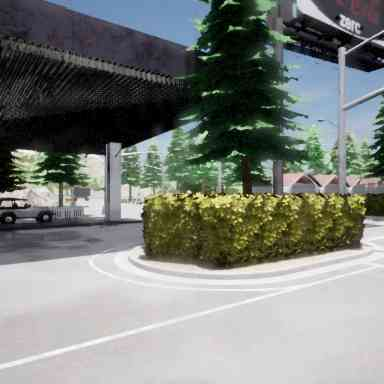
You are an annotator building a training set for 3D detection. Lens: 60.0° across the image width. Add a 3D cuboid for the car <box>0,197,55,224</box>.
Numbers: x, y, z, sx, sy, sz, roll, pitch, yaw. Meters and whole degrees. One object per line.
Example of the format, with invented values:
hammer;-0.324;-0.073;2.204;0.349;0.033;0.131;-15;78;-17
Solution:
car;-11.918;1.313;23.516;3.866;1.878;1.905;0;0;-36
